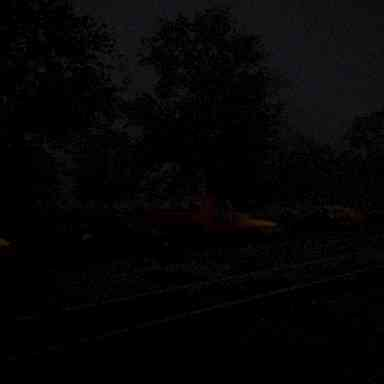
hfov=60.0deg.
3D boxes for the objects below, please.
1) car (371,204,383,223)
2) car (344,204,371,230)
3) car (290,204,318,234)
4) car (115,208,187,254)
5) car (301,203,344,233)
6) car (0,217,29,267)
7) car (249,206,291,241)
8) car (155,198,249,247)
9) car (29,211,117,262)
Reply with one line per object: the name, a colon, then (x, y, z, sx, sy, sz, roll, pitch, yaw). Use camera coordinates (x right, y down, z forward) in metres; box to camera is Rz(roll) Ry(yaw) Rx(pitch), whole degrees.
car: (13.824, 1.718, 26.287, 4.792, 1.488, 2.163, -1, -1, 33)
car: (9.115, 1.647, 22.714, 5.008, 1.535, 2.097, -1, -1, 34)
car: (4.328, 1.606, 19.208, 4.892, 1.521, 2.231, -1, -1, 34)
car: (-2.886, 1.573, 13.991, 4.792, 1.488, 2.163, -1, -1, 34)
car: (6.747, 1.500, 20.946, 4.553, 1.767, 2.185, -1, -1, 34)
car: (-7.600, 1.498, 10.440, 5.366, 1.575, 1.946, -1, -1, 34)
car: (2.076, 1.580, 17.371, 5.366, 1.575, 1.946, -1, -1, 34)
car: (-0.518, 1.313, 15.753, 5.566, 2.045, 2.435, -1, -1, 34)
car: (-5.359, 1.553, 12.287, 4.792, 1.488, 2.163, -1, -1, 34)
